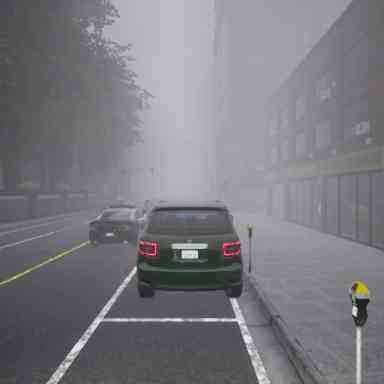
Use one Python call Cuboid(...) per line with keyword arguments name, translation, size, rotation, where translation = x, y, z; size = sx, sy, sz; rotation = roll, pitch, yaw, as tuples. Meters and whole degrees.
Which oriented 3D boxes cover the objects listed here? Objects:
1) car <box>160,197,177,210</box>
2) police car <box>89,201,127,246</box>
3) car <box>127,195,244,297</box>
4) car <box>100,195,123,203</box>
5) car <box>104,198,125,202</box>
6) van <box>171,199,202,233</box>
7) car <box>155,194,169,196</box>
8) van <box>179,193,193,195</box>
Cuboid(name="car", translation=(-3.054, 1.445, 44.012), size=(1.882, 1.535, 5.008), rotation=(0, -1, 0))
Cuboid(name="police car", translation=(-3.147, 1.420, 15.265), size=(1.930, 1.638, 5.238), rotation=(0, 0, 0))
Cuboid(name="car", translation=(-0.039, 1.218, 8.679), size=(2.150, 2.045, 5.566), rotation=(0, 0, 0))
Cuboid(name="car", translation=(-8.815, 1.291, 36.940), size=(2.192, 1.841, 5.009), rotation=(0, 0, 0))
Cuboid(name="car", translation=(-6.240, 1.509, 30.123), size=(1.812, 1.442, 4.674), rotation=(0, 0, 0))
Cuboid(name="van", translation=(-0.290, 1.333, 19.998), size=(1.690, 1.788, 3.998), rotation=(0, 0, 0))
Cuboid(name="car", translation=(-3.057, 1.337, 28.580), size=(2.097, 1.767, 4.553), rotation=(0, 0, 0))
Cuboid(name="van", translation=(-0.290, 1.317, 36.980), size=(1.690, 1.788, 3.998), rotation=(0, 0, 0))
